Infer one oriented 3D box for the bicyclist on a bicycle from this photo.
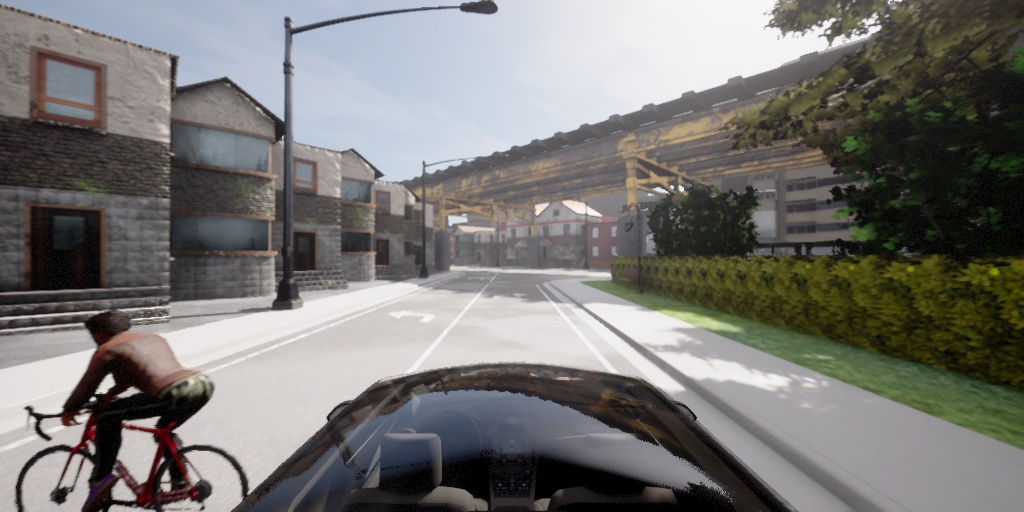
[{"bbox_3d":[-2.673,1.205,2.521,1.656,1.620,0.582,0,0,0],"label":"bicyclist on a bicycle"}]
